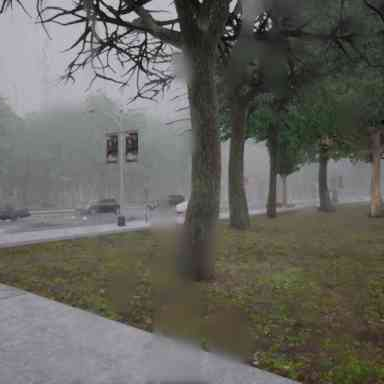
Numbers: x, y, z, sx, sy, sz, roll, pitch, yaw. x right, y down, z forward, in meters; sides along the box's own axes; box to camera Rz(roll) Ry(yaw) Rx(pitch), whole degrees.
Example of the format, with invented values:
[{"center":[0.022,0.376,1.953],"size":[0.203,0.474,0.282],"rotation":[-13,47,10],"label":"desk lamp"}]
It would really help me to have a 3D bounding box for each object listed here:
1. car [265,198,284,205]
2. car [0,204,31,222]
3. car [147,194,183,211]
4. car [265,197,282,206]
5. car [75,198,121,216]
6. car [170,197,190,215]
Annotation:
[{"center":[15.198,1.700,61.084],"size":[1.895,1.301,4.718],"rotation":[0,0,36],"label":"car"},{"center":[-14.963,1.560,24.763],"size":[2.033,1.411,5.357],"rotation":[0,0,35],"label":"car"},{"center":[-3.110,1.267,41.363],"size":[2.150,2.045,5.566],"rotation":[0,0,35],"label":"car"},{"center":[13.416,1.567,53.007],"size":[1.882,1.535,5.008],"rotation":[0,0,36],"label":"car"},{"center":[-9.222,1.380,32.800],"size":[2.097,1.767,4.553],"rotation":[0,0,35],"label":"car"},{"center":[0.127,1.573,34.369],"size":[1.812,1.442,4.674],"rotation":[0,0,36],"label":"car"}]
